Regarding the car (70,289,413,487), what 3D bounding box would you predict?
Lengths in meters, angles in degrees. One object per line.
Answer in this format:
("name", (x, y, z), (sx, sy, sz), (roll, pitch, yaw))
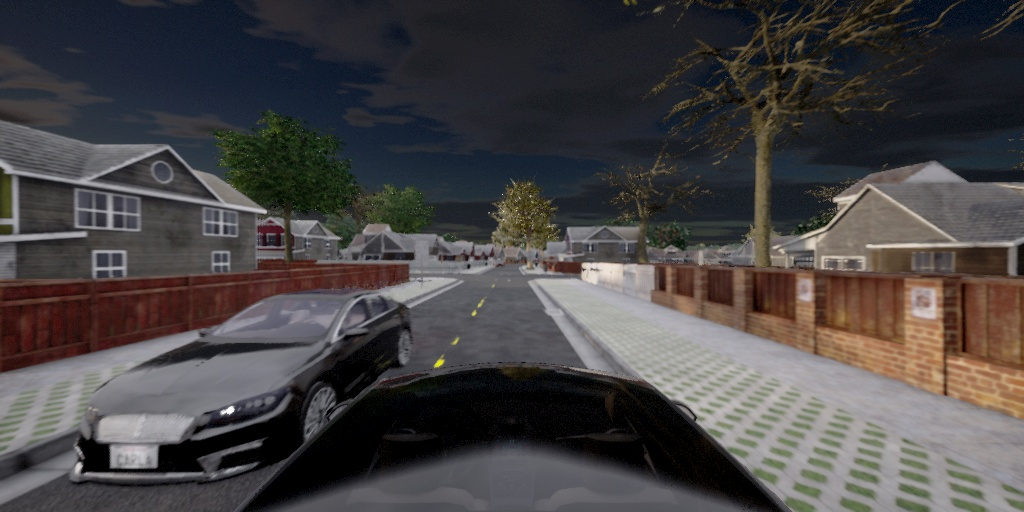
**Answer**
("car", (-2.850, 1.272, 5.158), (2.128, 1.511, 4.902), (0, -1, 0))
